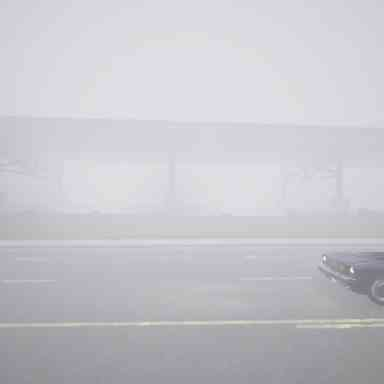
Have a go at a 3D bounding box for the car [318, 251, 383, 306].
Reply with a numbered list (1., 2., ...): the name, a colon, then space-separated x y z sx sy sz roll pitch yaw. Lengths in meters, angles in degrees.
1. car: 5.604 1.782 7.934 4.718 1.301 1.895 0 -1 0
